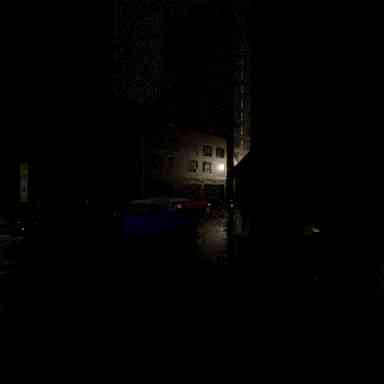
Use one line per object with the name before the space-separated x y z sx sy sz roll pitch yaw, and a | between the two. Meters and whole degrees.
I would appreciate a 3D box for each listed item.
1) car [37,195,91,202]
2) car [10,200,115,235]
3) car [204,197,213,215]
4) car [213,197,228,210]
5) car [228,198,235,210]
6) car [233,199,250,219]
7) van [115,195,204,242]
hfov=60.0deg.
car | -8.304 1.123 20.406 2.192 1.841 5.009 1 1 36
car | -6.592 1.383 18.237 2.033 1.411 5.357 0 1 36
car | -0.607 1.062 26.618 2.097 1.767 4.553 0 1 36
car | 1.474 1.167 34.105 1.947 1.339 4.313 1 2 36
car | 5.396 1.074 35.010 2.128 1.511 4.902 0 1 36
car | 5.151 1.280 24.585 2.008 1.369 4.403 1 1 36
van | -1.366 1.208 15.453 1.690 1.788 3.998 1 1 36
